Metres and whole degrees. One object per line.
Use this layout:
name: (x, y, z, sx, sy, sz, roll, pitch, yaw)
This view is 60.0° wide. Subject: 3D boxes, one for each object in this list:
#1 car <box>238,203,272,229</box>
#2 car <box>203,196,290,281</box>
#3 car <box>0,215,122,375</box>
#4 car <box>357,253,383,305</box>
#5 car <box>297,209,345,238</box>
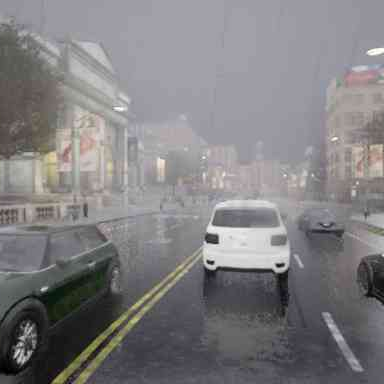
car: (4.581, 1.595, 23.821, 2.128, 1.511, 4.902, 0, 0, 12)
car: (1.727, 1.270, 10.294, 2.150, 2.045, 5.566, 0, 0, 11)
car: (-2.891, 1.375, 5.717, 2.097, 1.767, 4.553, 0, 0, 9)
car: (4.520, 1.592, 5.853, 1.994, 1.385, 4.181, 0, 0, 8)
car: (7.029, 1.631, 18.530, 2.033, 1.411, 5.357, 0, 0, 12)
